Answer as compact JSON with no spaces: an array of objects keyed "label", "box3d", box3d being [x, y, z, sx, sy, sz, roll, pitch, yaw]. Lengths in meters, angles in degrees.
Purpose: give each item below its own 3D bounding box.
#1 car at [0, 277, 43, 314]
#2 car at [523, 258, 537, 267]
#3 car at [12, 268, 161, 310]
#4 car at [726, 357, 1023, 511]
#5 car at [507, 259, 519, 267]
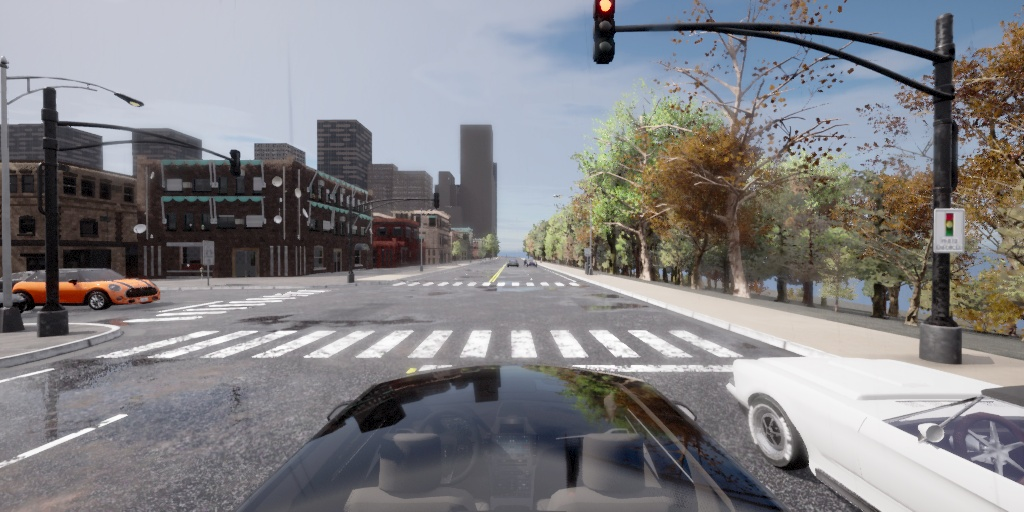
[{"label":"car","box3d":[-19.935,1.565,12.550,4.313,1.339,1.948,0,0,0]},{"label":"car","box3d":[3.422,1.327,63.685,1.895,1.301,4.718,0,0,0]},{"label":"car","box3d":[-17.965,1.301,15.284,4.553,1.767,2.097,-1,1,-1]},{"label":"car","box3d":[3.350,1.351,1.900,1.895,1.301,4.718,0,0,0]},{"label":"car","box3d":[0.160,1.291,63.407,1.994,1.385,4.181,0,0,1]}]
